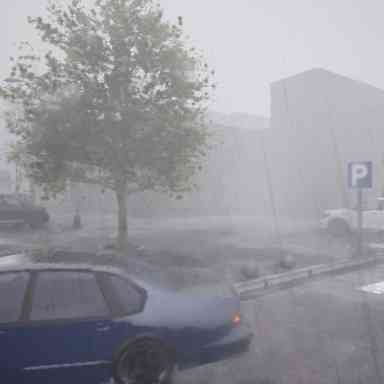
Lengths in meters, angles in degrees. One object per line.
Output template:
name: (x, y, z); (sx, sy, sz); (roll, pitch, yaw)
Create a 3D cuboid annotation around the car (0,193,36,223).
car: (-14.398, 1.115, 23.601); (2.435, 2.045, 5.566); (1, 0, 35)

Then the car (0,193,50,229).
car: (-10.966, 1.135, 18.821); (2.435, 2.045, 5.566); (0, -1, 35)

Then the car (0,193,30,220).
car: (-16.104, 1.106, 26.019); (2.435, 2.045, 5.566); (1, 0, 35)

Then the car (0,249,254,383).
car: (-1.986, 1.495, 4.162); (5.357, 1.411, 2.033); (0, 0, -12)

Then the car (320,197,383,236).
car: (9.535, 1.273, 16.934); (5.566, 2.045, 2.435); (0, -1, 36)

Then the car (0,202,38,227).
car: (-12.685, 1.405, 21.180); (2.163, 1.488, 4.792); (1, 0, 35)
